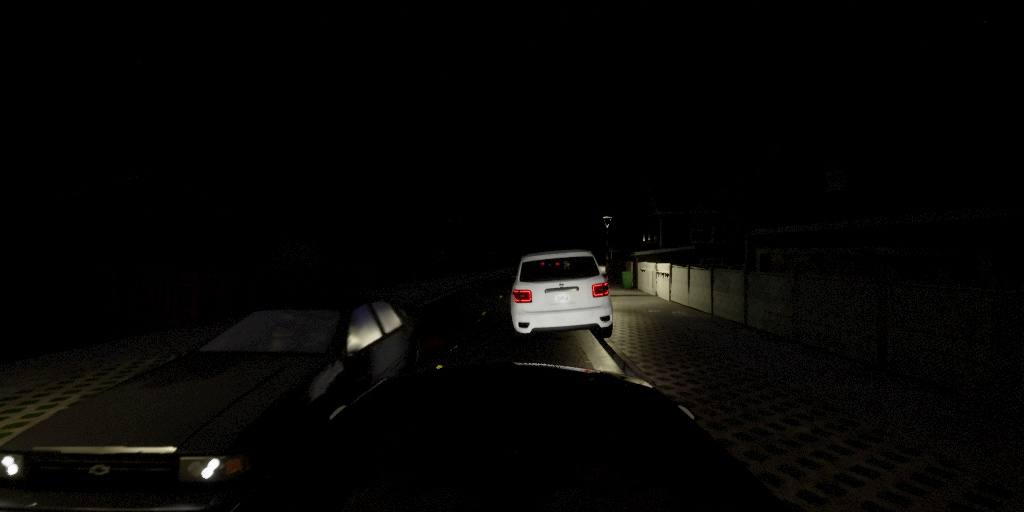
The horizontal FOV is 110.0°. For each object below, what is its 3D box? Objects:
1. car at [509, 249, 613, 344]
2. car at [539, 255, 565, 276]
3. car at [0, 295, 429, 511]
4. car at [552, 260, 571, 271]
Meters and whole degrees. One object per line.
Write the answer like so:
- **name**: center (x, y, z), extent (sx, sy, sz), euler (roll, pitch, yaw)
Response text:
- **car**: center (1.137, 0.897, 9.638), extent (2.150, 2.045, 5.566), euler (-5, 0, 3)
- **car**: center (4.363, 0.973, 38.549), extent (2.150, 2.045, 5.566), euler (0, 0, 13)
- **car**: center (-2.601, 1.296, 4.905), extent (2.033, 1.411, 5.357), euler (0, 0, 1)
- **car**: center (6.857, 1.284, 48.942), extent (1.812, 1.442, 4.674), euler (0, 0, 17)
